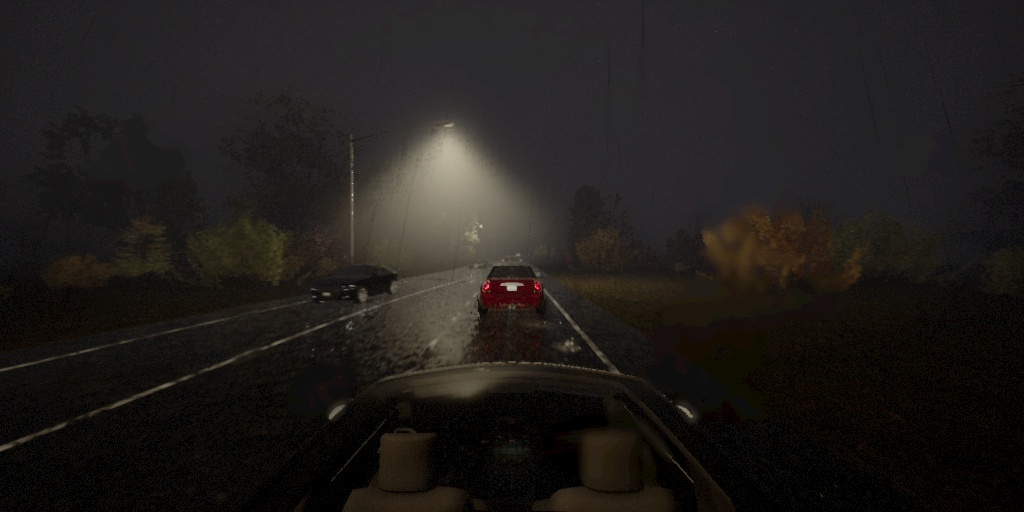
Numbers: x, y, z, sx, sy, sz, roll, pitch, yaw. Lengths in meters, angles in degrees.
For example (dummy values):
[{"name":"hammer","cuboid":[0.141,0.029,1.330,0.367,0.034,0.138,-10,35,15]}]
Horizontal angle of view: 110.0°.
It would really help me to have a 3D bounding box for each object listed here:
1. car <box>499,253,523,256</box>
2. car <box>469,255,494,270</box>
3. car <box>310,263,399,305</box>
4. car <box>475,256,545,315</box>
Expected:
[{"name":"car","cuboid":[-0.008,0.788,37.228,2.097,1.767,4.553,0,1,0]},{"name":"car","cuboid":[-3.797,0.894,41.891,2.128,1.511,4.902,0,1,4]},{"name":"car","cuboid":[-6.622,1.112,15.646,1.882,1.535,5.008,0,0,4]},{"name":"car","cuboid":[-0.003,1.006,13.241,2.097,1.767,4.553,0,0,0]}]
